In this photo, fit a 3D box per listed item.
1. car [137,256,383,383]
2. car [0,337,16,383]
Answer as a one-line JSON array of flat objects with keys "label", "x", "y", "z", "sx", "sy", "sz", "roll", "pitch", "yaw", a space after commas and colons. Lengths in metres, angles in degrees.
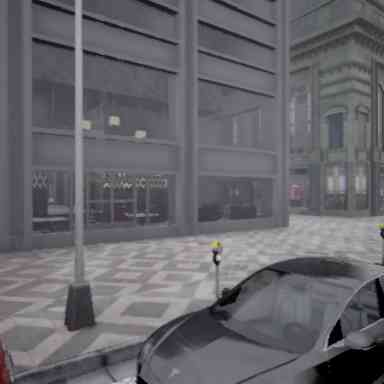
[{"label": "car", "x": 1.469, "y": 1.562, "z": 4.010, "sx": 4.313, "sy": 1.339, "sz": 1.947, "roll": 0, "pitch": 0, "yaw": -35}, {"label": "car", "x": -3.127, "y": 1.310, "z": 0.747, "sx": 5.009, "sy": 1.841, "sz": 2.192, "roll": 0, "pitch": 0, "yaw": -35}]
